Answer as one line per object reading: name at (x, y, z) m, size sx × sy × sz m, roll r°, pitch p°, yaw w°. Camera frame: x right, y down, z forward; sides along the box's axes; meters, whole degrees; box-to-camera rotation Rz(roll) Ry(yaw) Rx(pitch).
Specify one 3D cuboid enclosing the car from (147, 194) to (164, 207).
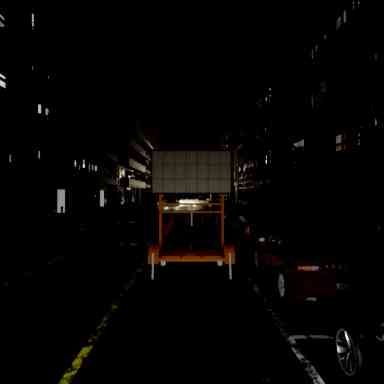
car at (-5.761, 1.303, 53.224) m, size 2.192 × 1.841 × 5.009 m, roll 0°, pitch 0°, yaw 0°

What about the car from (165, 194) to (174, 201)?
car at (-5.810, 1.412, 87.041) m, size 1.967 × 1.590 × 4.097 m, roll 0°, pitch 0°, yaw 0°

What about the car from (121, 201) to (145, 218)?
car at (-5.731, 1.522, 30.507) m, size 1.752 × 1.417 × 4.829 m, roll 0°, pitch 0°, yaw 0°

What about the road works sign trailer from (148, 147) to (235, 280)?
road works sign trailer at (-0.013, 0.464, 9.906) m, size 2.380 × 3.560 × 2.880 m, roll 0°, pitch 0°, yaw 0°

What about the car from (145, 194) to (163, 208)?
car at (-5.755, 1.431, 47.588) m, size 1.967 × 1.590 × 4.097 m, roll 0°, pitch 0°, yaw 0°

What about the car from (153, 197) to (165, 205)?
car at (-5.771, 1.568, 58.861) m, size 1.802 × 1.307 × 4.206 m, roll 0°, pitch 0°, yaw 0°

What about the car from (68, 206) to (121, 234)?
car at (-5.715, 1.565, 19.404) m, size 1.947 × 1.339 × 4.313 m, roll 0°, pitch 0°, yaw 0°

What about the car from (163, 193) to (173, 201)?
car at (-5.801, 1.290, 81.406) m, size 2.192 × 1.841 × 5.009 m, roll 0°, pitch 0°, yaw 0°

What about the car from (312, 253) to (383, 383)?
car at (2.689, 1.566, 2.504) m, size 1.947 × 1.339 × 4.313 m, roll 0°, pitch 0°, yaw 0°

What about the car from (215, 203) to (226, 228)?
car at (2.666, 1.550, 19.413) m, size 2.008 × 1.369 × 4.403 m, roll 0°, pitch 0°, yaw 0°

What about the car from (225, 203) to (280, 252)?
car at (2.674, 1.440, 13.777) m, size 1.967 × 1.590 × 4.097 m, roll 0°, pitch 0°, yaw 0°

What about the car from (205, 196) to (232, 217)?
car at (2.651, 1.311, 30.686) m, size 2.192 × 1.841 × 5.009 m, roll 0°, pitch 0°, yaw 0°

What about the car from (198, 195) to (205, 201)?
car at (2.578, 1.500, 81.584) m, size 1.752 × 1.417 × 4.829 m, roll 0°, pitch 0°, yaw 0°

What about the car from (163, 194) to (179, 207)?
car at (-3.070, 1.341, 51.118) m, size 2.097 × 1.767 × 4.553 m, roll 0°, pitch 0°, yaw 0°

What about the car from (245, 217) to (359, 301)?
car at (2.682, 1.545, 8.140) m, size 1.887 × 1.381 × 4.507 m, roll 0°, pitch 0°, yaw 0°

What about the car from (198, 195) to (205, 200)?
car at (2.563, 1.513, 92.686) m, size 1.887 × 1.381 × 4.507 m, roll 0°, pitch 0°, yaw 0°
